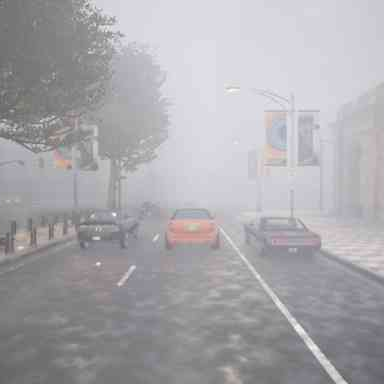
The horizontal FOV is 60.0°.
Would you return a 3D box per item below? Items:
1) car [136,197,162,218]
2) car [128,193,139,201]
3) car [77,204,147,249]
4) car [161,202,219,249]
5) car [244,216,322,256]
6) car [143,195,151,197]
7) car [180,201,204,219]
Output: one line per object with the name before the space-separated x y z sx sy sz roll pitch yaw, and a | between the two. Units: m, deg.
car | -3.500 1.515 29.650 1.837 1.490 4.892 0 0 0
car | -15.000 1.159 85.508 2.150 2.045 5.566 0 0 0
car | -3.500 1.493 14.650 2.128 1.511 4.902 0 0 0
car | 0.000 1.364 14.620 2.097 1.767 4.553 0 0 0
car | 3.249 1.592 12.948 1.895 1.301 4.718 0 0 0
car | -11.500 1.458 85.544 2.128 1.511 4.902 0 0 0
car | 0.000 1.571 29.650 1.994 1.385 4.181 0 0 0
